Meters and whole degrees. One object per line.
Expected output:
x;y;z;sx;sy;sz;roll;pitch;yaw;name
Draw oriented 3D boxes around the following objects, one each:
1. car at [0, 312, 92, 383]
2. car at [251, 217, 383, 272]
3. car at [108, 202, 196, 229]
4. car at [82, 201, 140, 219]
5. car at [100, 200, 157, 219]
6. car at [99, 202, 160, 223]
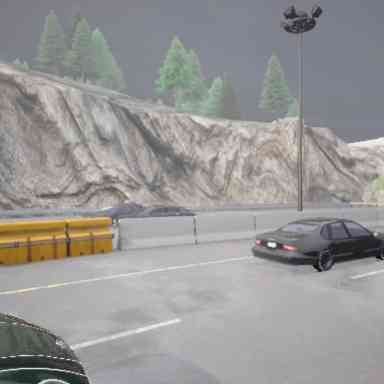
-2.785;1.352;1.655;4.553;1.767;2.097;0;0;-36;car
4.406;1.541;10.703;5.357;1.411;2.033;0;0;-31;car
-2.044;1.499;19.212;4.892;1.490;1.837;0;0;-32;car
-4.413;1.541;21.906;5.357;1.411;2.033;0;0;-32;car
-5.568;1.517;29.350;4.674;1.442;1.812;0;0;-31;car
-4.797;1.557;25.717;4.181;1.385;1.994;0;0;-31;car
